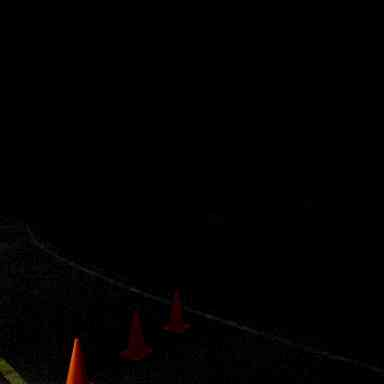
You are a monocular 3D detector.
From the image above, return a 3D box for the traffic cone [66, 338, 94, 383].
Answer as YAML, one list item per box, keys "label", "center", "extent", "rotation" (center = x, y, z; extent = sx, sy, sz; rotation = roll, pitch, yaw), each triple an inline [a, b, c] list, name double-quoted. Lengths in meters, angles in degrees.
- label: "traffic cone"
  center: [-1.289, 1.945, 3.746]
  extent: [0.340, 0.580, 0.340]
  rotation: [1, 1, 31]

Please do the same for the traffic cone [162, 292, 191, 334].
- label: "traffic cone"
  center: [-0.250, 1.931, 5.447]
  extent: [0.340, 0.580, 0.340]
  rotation: [1, 1, 31]

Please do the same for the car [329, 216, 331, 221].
- label: "car"
  center: [35.642, 6.632, 82.726]
  extent: [1.851, 1.617, 3.988]
  rotation: [-4, -3, 4]

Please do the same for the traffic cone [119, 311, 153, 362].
- label: "traffic cone"
  center: [-0.770, 1.938, 4.597]
  extent: [0.340, 0.580, 0.340]
  rotation: [1, 1, 32]
